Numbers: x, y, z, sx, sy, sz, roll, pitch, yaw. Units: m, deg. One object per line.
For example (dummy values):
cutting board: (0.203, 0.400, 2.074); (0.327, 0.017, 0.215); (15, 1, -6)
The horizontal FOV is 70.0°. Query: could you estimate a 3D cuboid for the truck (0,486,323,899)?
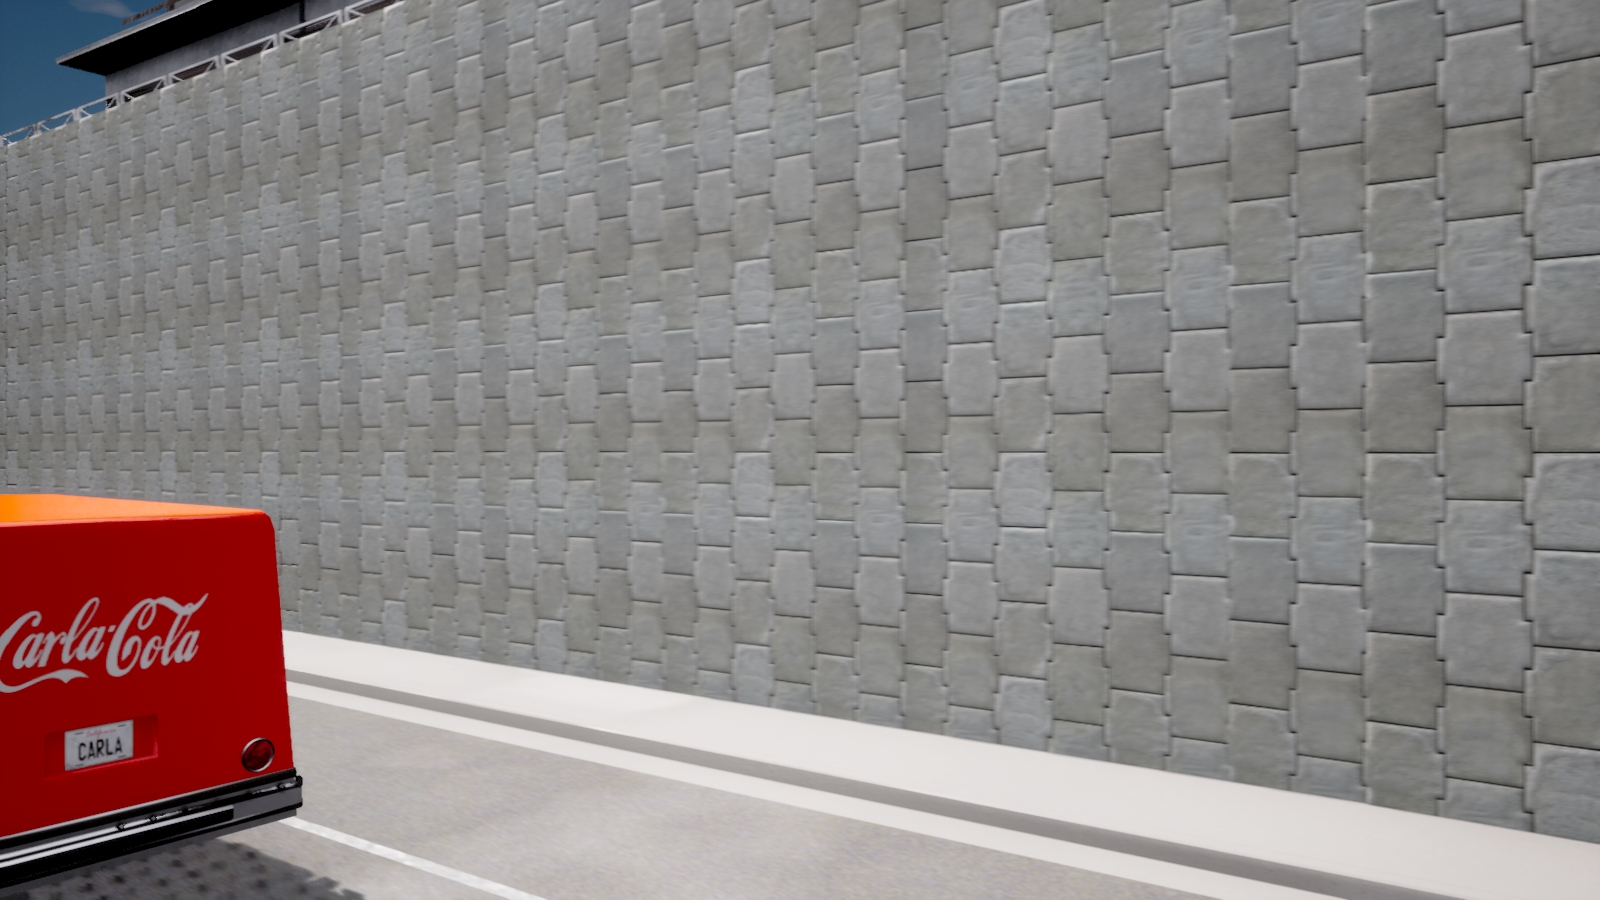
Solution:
truck: (-6.021, 1.568, 7.969); (5.204, 2.467, 2.627); (0, 0, 36)
